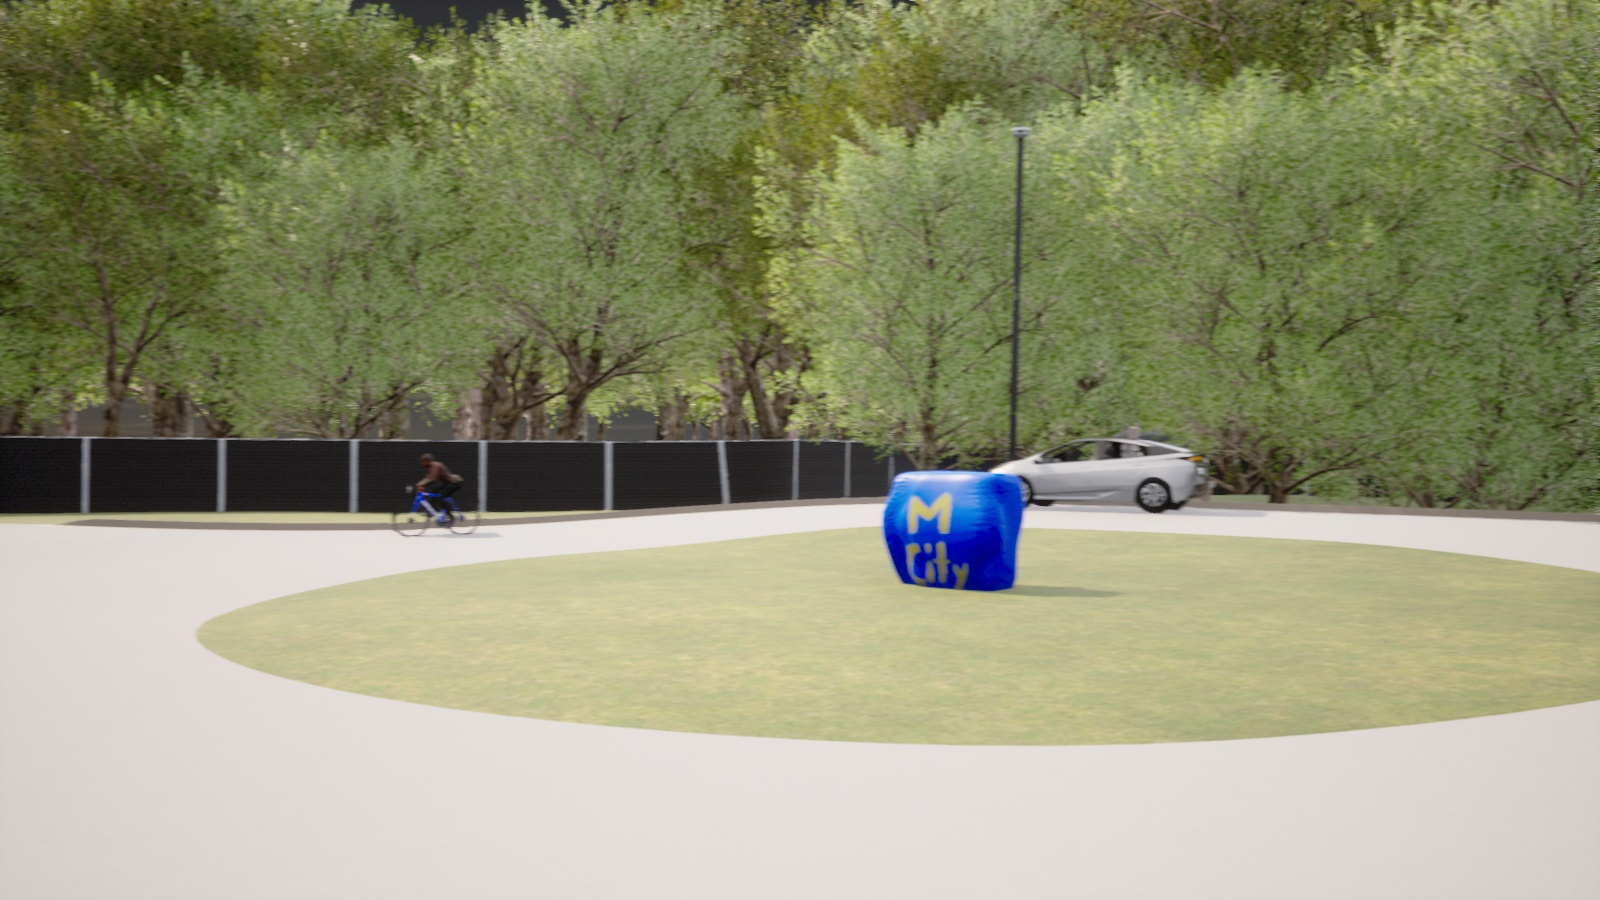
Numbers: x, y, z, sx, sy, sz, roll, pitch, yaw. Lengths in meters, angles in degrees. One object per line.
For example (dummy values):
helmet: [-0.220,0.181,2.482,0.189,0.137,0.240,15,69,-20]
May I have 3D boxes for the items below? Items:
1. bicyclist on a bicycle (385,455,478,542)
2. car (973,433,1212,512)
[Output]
bicyclist on a bicycle: [-7.189,0.923,24.516,1.656,1.620,0.582,-1,0,-23]
car: [6.103,0.433,26.297,4.514,1.525,2.007,0,0,29]
